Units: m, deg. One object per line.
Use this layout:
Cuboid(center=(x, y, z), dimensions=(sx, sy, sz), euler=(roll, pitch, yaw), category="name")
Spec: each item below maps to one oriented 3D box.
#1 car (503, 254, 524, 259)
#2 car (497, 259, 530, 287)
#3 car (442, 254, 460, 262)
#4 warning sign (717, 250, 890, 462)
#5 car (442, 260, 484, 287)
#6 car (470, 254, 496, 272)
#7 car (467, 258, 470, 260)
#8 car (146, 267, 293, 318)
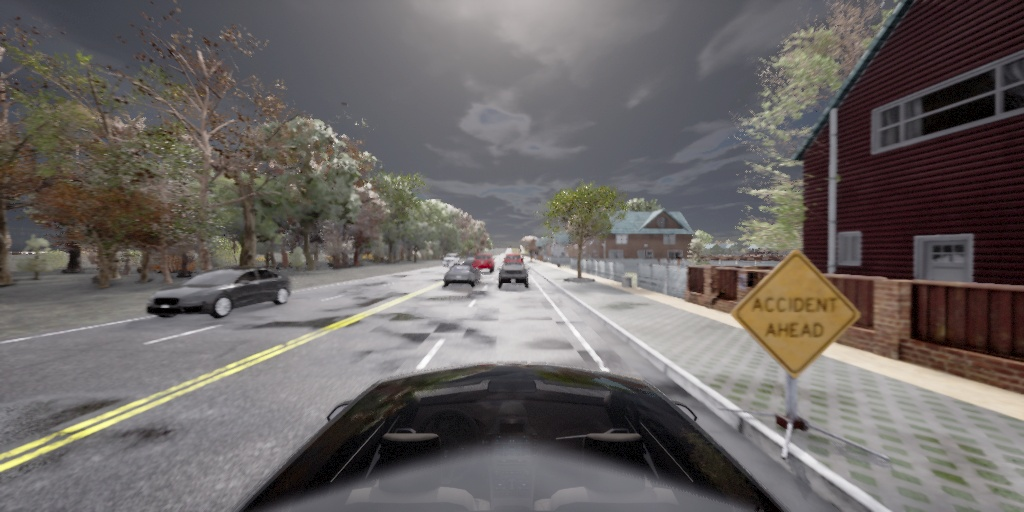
Cuboid(center=(0.151, 0.760, 41.167), dimensions=(2.150, 2.045, 5.566), euler=(0, 1, 0), category="car")
Cuboid(center=(0.094, 1.143, 23.079), dimensions=(1.837, 1.490, 4.892), euler=(0, 1, 0), category="car")
Cuboid(center=(-9.689, 0.638, 57.413), dimensions=(2.150, 2.045, 5.566), euler=(0, 0, 1), category="car")
Cuboid(center=(2.850, 0.864, 3.665), dimensions=(1.300, 1.860, 1.060), euler=(0, 0, 0), category="warning sign")
Cuboid(center=(-3.151, 1.191, 23.212), dimensions=(1.994, 1.385, 4.181), euler=(0, 0, 0), category="car")
Cuboid(center=(-3.110, 0.755, 40.477), dimensions=(2.150, 2.045, 5.566), euler=(0, 1, 0), category="car")
Cuboid(center=(-6.443, 0.946, 57.470), dimensions=(1.812, 1.442, 4.674), euler=(0, 0, 1), category="car")
Cuboid(center=(-9.818, 1.168, 12.585), dimensions=(1.837, 1.490, 4.892), euler=(0, 0, 0), category="car")
